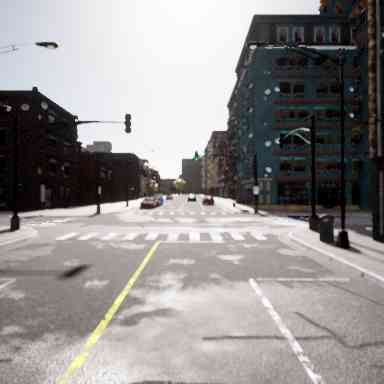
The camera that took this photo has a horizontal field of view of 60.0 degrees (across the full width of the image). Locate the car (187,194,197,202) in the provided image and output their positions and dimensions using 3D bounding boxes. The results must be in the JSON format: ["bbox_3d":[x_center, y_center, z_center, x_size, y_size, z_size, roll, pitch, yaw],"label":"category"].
[{"bbox_3d":[0.003,1.436,72.178,1.994,1.385,4.181,0,0,0],"label":"car"}]

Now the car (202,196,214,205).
[{"bbox_3d":[2.707,1.356,55.521,1.967,1.590,4.097,1,0,0],"label":"car"}]

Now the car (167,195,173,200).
[{"bbox_3d":[-5.674,1.456,83.894,1.802,1.307,4.206,1,0,0],"label":"car"}]

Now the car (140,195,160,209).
[{"bbox_3d":[-5.751,1.478,44.091,1.887,1.381,4.507,1,0,0],"label":"car"}]

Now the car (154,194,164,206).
[{"bbox_3d":[-5.675,1.469,49.773,1.887,1.381,4.507,1,0,0],"label":"car"}]

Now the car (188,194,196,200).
[{"bbox_3d":[0.002,1.234,82.187,2.128,1.511,4.902,0,0,0],"label":"car"}]
